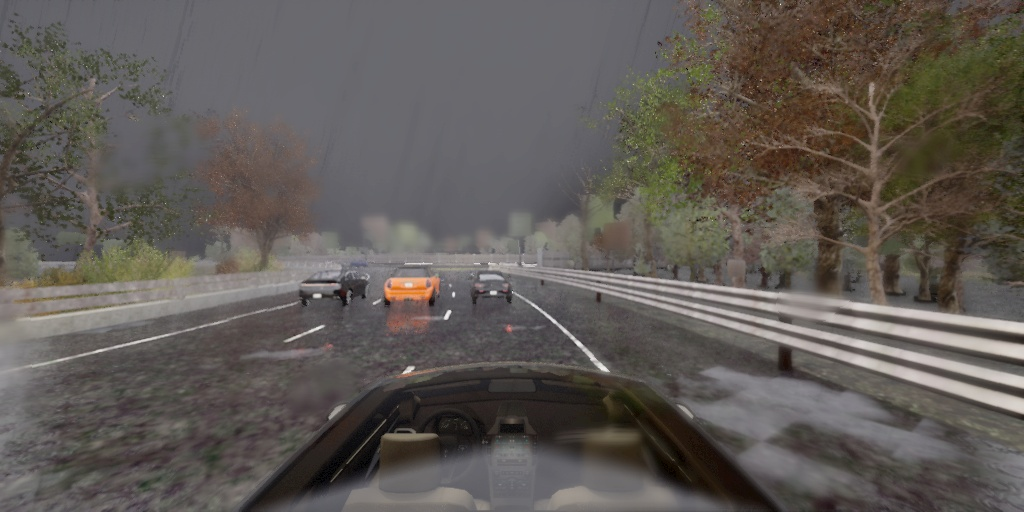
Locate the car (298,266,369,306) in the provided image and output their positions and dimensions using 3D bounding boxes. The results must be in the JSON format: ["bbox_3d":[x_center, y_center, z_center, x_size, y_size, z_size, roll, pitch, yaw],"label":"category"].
[{"bbox_3d":[-8.029,1.384,16.572,2.128,1.511,4.902,0,0,-8],"label":"car"}]

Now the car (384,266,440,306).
[{"bbox_3d":[-4.531,1.243,16.835,2.097,1.767,4.553,0,-1,-8],"label":"car"}]

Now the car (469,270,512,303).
[{"bbox_3d":[-1.109,1.424,17.625,1.812,1.442,4.674,0,0,-8],"label":"car"}]
